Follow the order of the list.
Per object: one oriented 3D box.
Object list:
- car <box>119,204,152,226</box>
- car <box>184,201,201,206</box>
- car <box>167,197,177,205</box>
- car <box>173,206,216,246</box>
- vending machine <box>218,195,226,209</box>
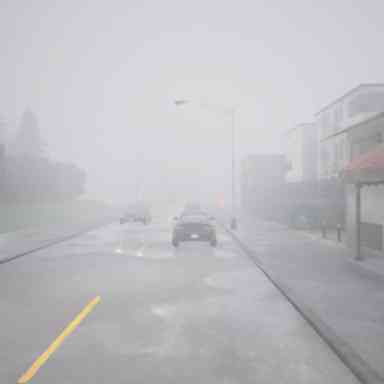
[{"bbox_3d":[-4.095,1.639,24.718,1.812,1.442,4.674,0,0,0],"label":"car"},{"bbox_3d":[0.092,1.718,37.141,2.033,1.411,5.357,0,0,0],"label":"car"},{"bbox_3d":[-4.019,1.806,67.872,2.033,1.411,5.357,0,0,0],"label":"car"},{"bbox_3d":[0.103,1.597,15.582,1.812,1.442,4.674,0,0,0],"label":"car"},{"bbox_3d":[4.289,1.413,47.511,1.100,2.100,0.880,0,0,0],"label":"vending machine"}]
